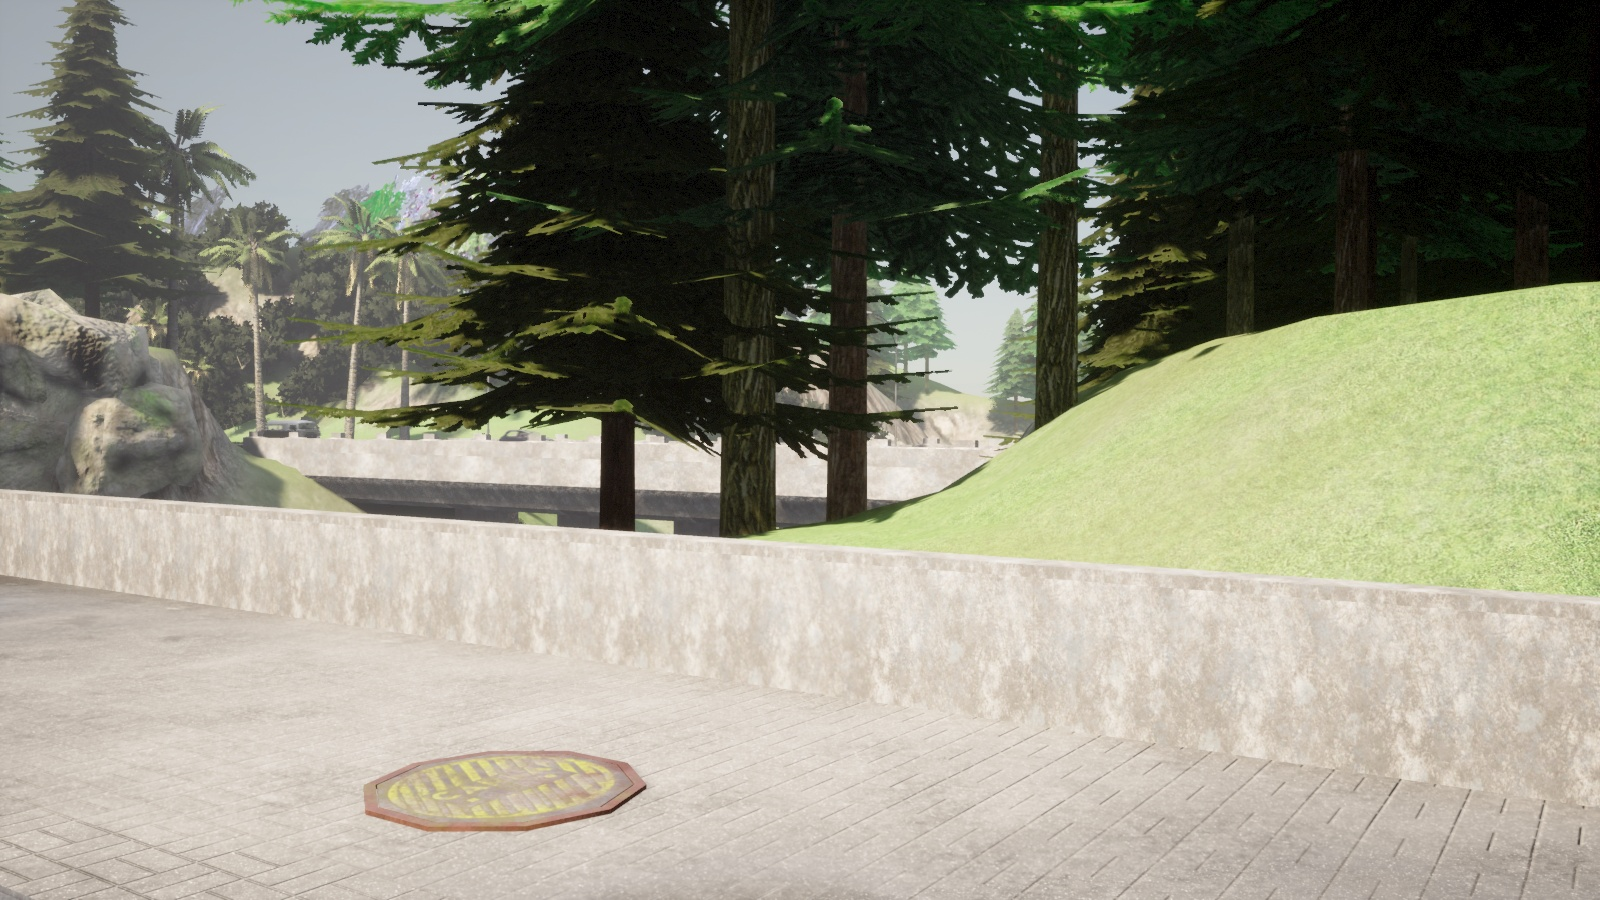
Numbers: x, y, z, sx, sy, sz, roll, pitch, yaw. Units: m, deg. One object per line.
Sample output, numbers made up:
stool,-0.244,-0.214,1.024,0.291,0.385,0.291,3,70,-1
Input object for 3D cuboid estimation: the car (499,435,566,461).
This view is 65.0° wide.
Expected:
car,-15.826,-0.123,74.161,3.633,1.501,1.845,0,1,34

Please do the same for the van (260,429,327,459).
van,-35.059,-0.409,86.906,4.480,2.038,2.069,-1,0,34
